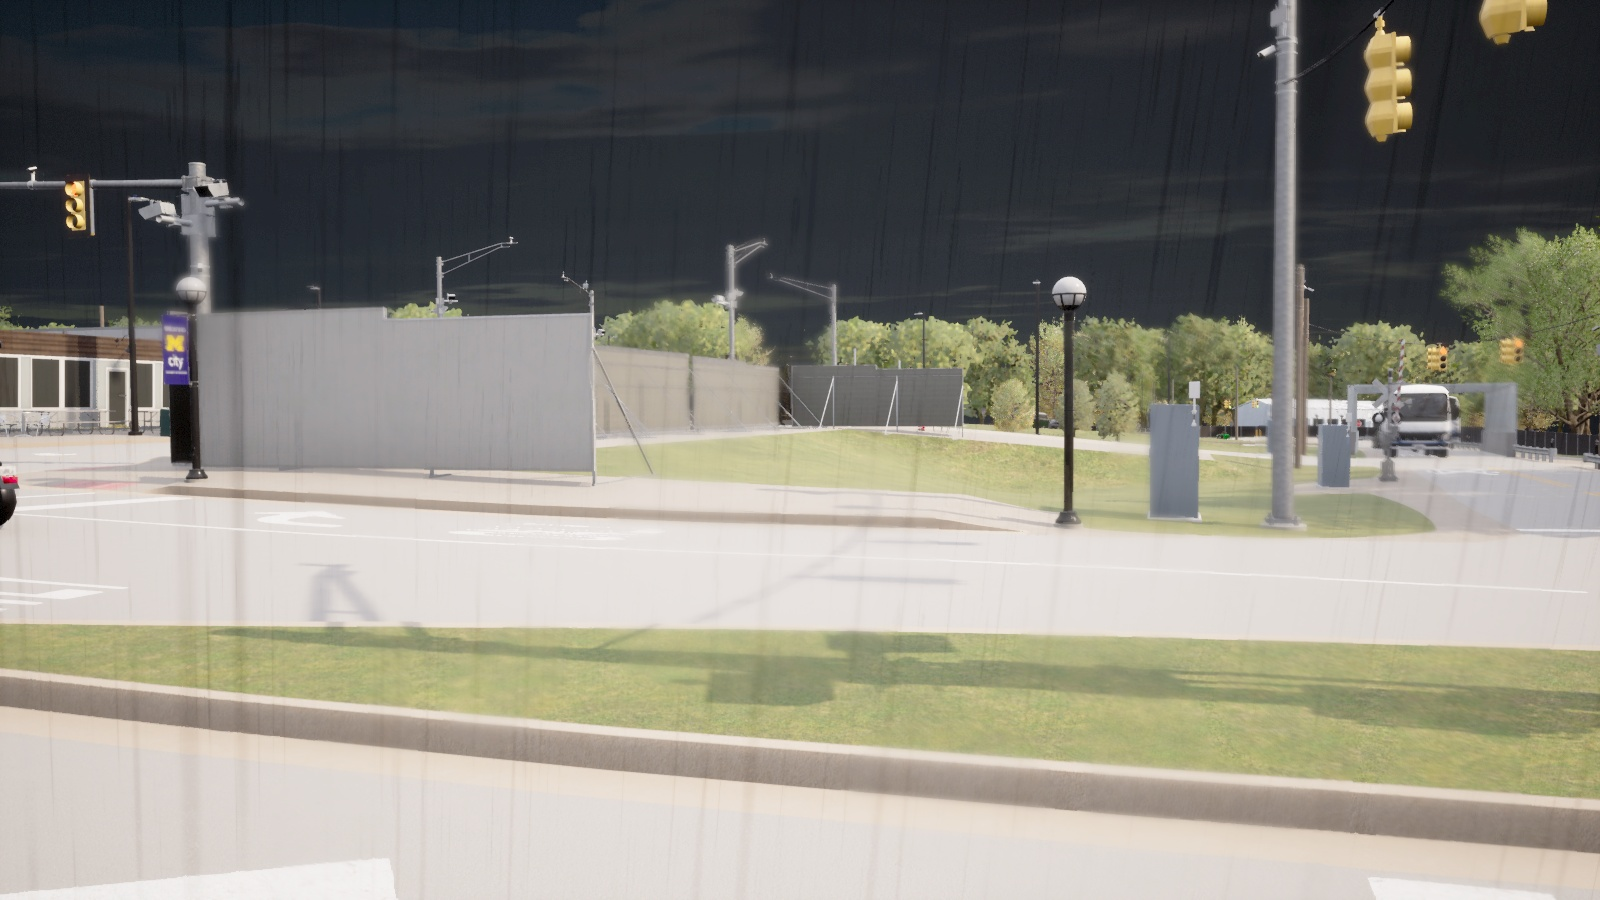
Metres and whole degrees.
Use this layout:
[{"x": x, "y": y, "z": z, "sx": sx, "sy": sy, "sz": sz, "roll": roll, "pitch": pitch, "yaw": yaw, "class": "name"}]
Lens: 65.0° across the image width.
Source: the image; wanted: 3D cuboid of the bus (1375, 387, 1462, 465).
[{"x": 36.440, "y": -1.417, "z": 74.345, "sx": 3.944, "sy": 4.253, "sz": 10.273, "roll": 1, "pitch": 1, "yaw": 23, "class": "bus"}]

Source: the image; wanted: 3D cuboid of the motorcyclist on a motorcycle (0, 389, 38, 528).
[{"x": -10.607, "y": 0.053, "z": 15.367, "sx": 2.350, "sy": 1.649, "sz": 0.766, "roll": 2, "pitch": 2, "yaw": 15, "class": "motorcyclist on a motorcycle"}]
